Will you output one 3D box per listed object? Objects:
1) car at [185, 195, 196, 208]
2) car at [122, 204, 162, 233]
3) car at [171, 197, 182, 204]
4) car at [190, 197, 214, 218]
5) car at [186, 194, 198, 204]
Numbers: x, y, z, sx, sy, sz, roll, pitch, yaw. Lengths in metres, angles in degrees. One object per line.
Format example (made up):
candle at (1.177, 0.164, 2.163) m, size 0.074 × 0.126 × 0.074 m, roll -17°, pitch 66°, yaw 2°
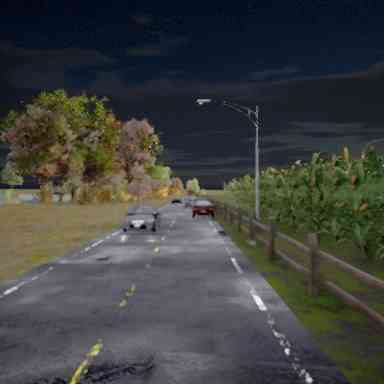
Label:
car at (-0.015, 1.490, 48.971) m, size 2.128 × 1.511 × 4.902 m, roll 0°, pitch 0°, yaw 0°
car at (-2.858, 1.488, 19.867) m, size 2.128 × 1.511 × 4.902 m, roll 0°, pitch 0°, yaw 0°
car at (-2.802, 1.600, 60.968) m, size 1.895 × 1.301 × 4.718 m, roll 0°, pitch 0°, yaw 1°
car at (0.949, 1.473, 30.238) m, size 1.882 × 1.535 × 5.008 m, roll 0°, pitch 0°, yaw 0°
car at (-0.025, 1.351, 61.959) m, size 2.097 × 1.767 × 4.553 m, roll 0°, pitch 0°, yaw 0°
